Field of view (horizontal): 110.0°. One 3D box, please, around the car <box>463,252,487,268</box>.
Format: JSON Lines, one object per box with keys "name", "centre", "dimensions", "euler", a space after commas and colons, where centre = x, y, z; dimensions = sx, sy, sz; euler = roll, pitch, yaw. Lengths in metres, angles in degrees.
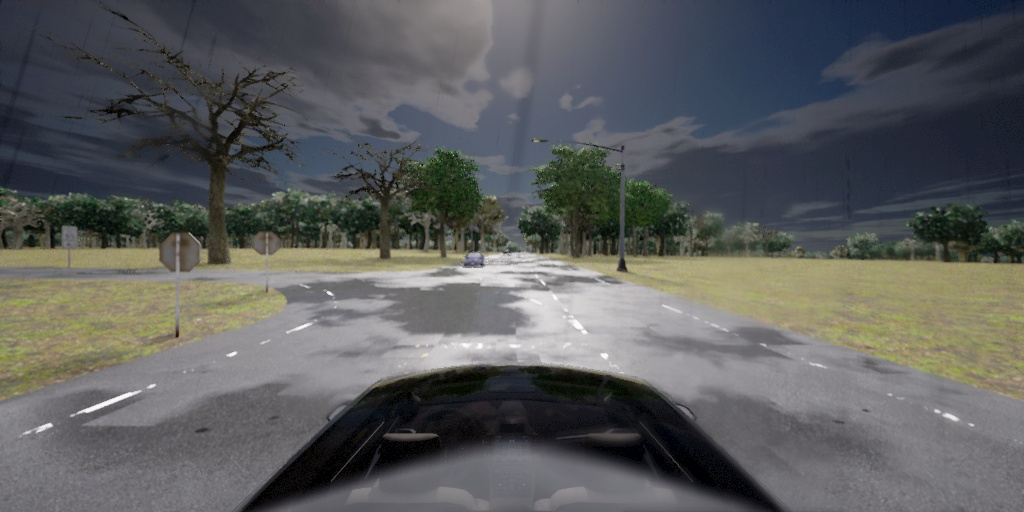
{"name": "car", "centre": [-3.655, 0.369, 35.597], "dimensions": [1.812, 1.442, 4.674], "euler": [0, 1, 0]}
